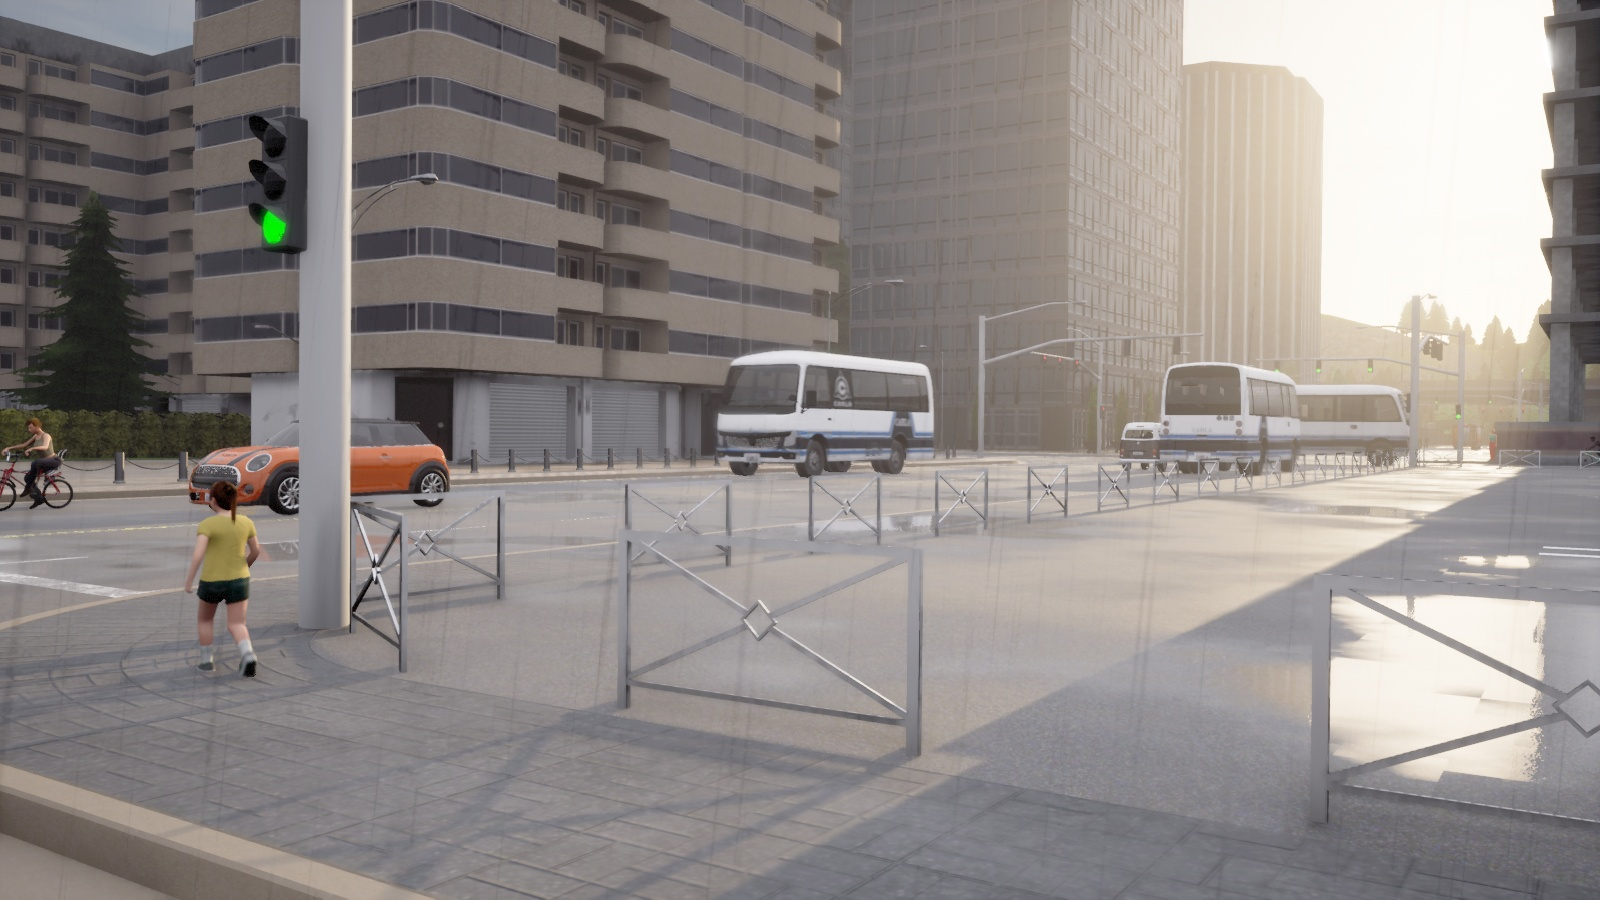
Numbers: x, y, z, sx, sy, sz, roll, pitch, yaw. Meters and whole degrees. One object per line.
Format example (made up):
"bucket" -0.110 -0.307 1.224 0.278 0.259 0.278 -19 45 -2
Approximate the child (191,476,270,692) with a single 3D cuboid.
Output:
"child" -3.077 0.705 6.783 0.255 1.110 0.394 -1 1 -43

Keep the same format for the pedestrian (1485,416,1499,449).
"pedestrian" 39.427 -1.006 71.562 0.594 1.836 0.345 -1 1 -17

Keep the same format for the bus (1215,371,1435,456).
"bus" 27.905 -1.843 66.947 10.273 4.253 3.944 0 1 32

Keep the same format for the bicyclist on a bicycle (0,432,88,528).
"bicyclist on a bicycle" -13.460 0.490 21.949 0.866 1.612 1.509 0 1 33

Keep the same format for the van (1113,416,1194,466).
"van" 15.002 -0.407 53.200 2.069 2.038 4.480 0 1 33

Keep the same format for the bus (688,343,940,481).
"bus" 0.824 -1.255 44.128 3.944 4.253 10.273 0 1 33

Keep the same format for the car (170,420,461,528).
"car" -8.683 0.356 22.910 2.097 1.767 4.553 0 1 33

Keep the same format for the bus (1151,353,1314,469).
"bus" 17.823 -1.504 51.117 3.944 4.253 10.273 0 1 33
